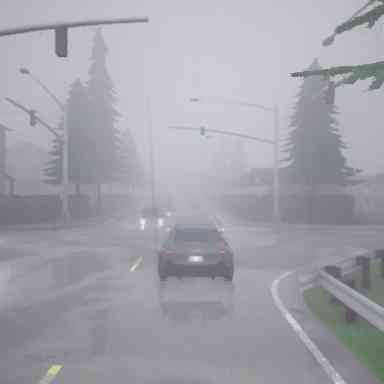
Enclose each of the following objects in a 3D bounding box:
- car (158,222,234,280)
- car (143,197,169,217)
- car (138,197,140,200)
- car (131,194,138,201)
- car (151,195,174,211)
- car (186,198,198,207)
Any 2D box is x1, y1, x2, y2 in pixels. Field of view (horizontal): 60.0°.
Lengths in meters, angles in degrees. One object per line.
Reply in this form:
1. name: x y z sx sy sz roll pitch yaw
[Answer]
1. car: 0.100 1.588 10.044 1.994 1.385 4.181 0 0 0
2. car: -3.575 1.575 32.296 1.882 1.535 5.008 0 0 0
3. car: -16.145 1.632 90.226 3.806 1.475 1.970 0 0 0
4. car: -16.738 1.338 86.899 3.866 1.878 1.905 0 0 0
5. car: -3.566 1.351 42.954 2.150 2.045 5.566 0 0 0
6. car: 0.043 1.655 54.465 2.128 1.511 4.902 0 0 -2
